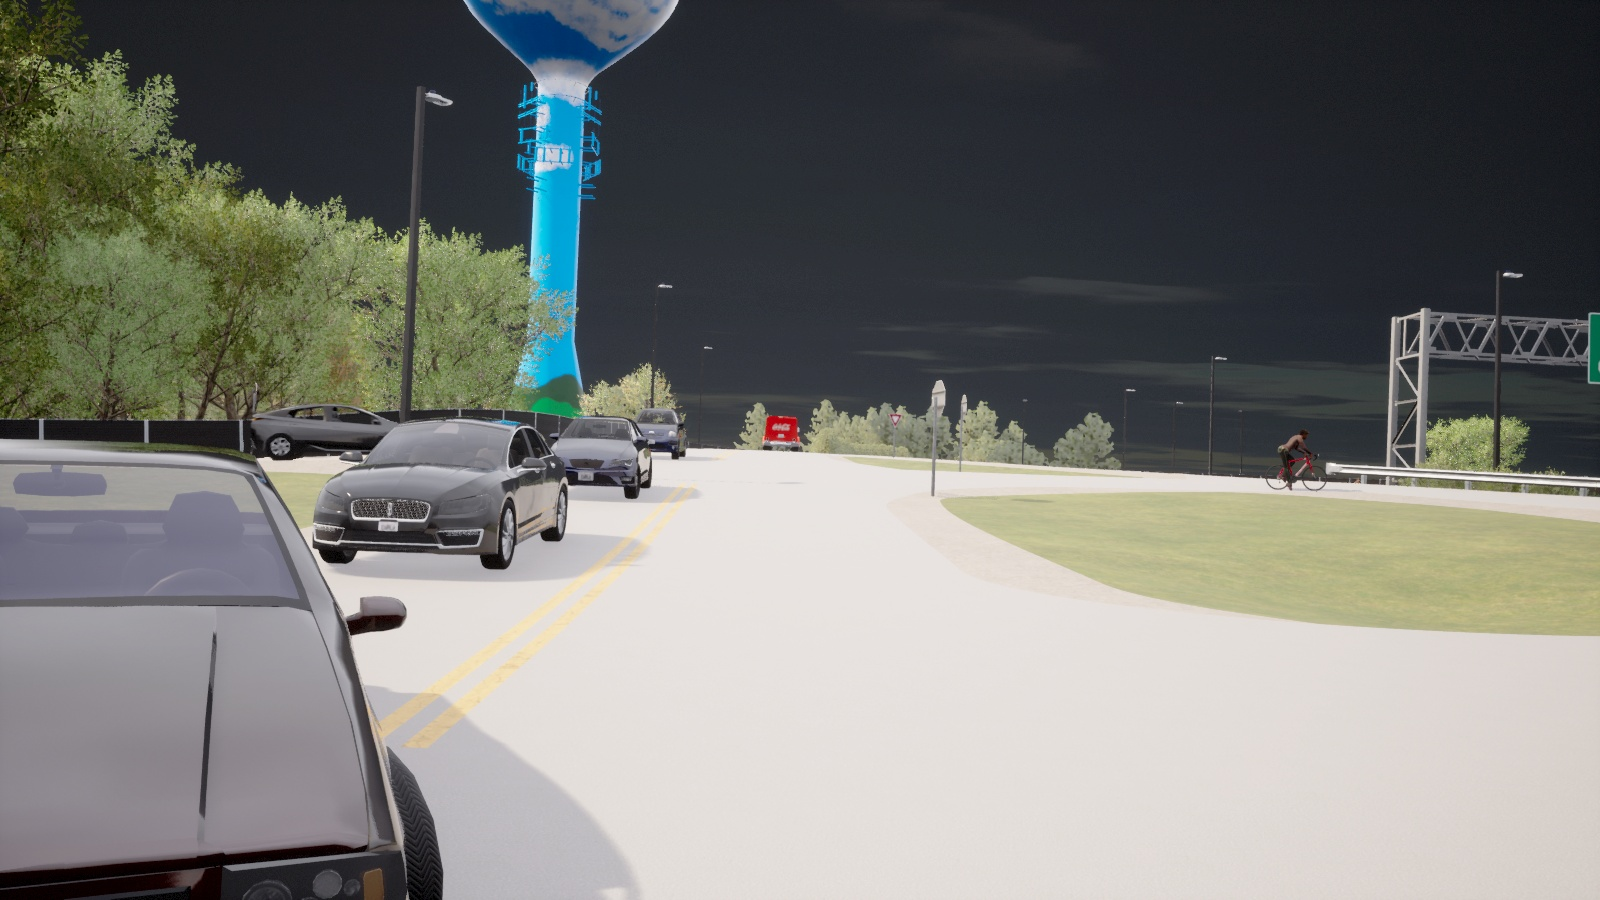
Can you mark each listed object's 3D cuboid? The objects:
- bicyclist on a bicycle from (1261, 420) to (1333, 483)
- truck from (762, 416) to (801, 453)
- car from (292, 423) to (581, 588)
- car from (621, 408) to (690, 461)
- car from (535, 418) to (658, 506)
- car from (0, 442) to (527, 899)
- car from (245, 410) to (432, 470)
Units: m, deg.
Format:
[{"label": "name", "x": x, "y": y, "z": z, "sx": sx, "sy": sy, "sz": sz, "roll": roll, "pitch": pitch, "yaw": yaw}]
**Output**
[{"label": "bicyclist on a bicycle", "x": 13.158, "y": 0.034, "z": 33.266, "sx": 1.656, "sy": 1.620, "sz": 0.582, "roll": 1, "pitch": 1, "yaw": 0}, {"label": "truck", "x": -1.291, "y": -1.052, "z": 89.367, "sx": 2.627, "sy": 2.467, "sz": 5.204, "roll": 1, "pitch": 0, "yaw": 1}, {"label": "car", "x": -3.831, "y": 0.468, "z": 14.198, "sx": 1.837, "sy": 1.490, "sz": 4.892, "roll": 1, "pitch": 2, "yaw": 0}, {"label": "car", "x": -4.684, "y": -0.516, "z": 41.172, "sx": 1.851, "sy": 1.617, "sz": 3.988, "roll": 1, "pitch": 1, "yaw": -1}, {"label": "car", "x": -3.840, "y": 0.155, "z": 24.277, "sx": 1.816, "sy": 1.474, "sz": 4.193, "roll": 1, "pitch": 2, "yaw": -2}, {"label": "car", "x": -2.553, "y": 0.719, "z": 4.461, "sx": 2.033, "sy": 1.411, "sz": 5.357, "roll": 1, "pitch": 1, "yaw": -24}, {"label": "car", "x": -12.317, "y": -0.280, "z": 33.847, "sx": 4.514, "sy": 1.525, "sz": 2.007, "roll": -1, "pitch": 0, "yaw": -14}]
